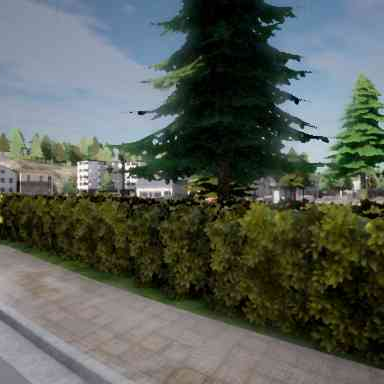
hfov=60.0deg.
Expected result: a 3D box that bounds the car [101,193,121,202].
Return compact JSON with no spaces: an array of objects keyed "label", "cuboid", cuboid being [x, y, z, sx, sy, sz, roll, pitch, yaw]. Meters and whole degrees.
[{"label":"car","cuboid":[-17.552,1.077,72.095,3.866,1.878,1.905,0,0,-45]}]

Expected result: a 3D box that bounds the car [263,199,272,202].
[{"label":"car","cuboid":[9.908,1.478,44.336,5.008,1.535,1.882,0,0,-45]}]

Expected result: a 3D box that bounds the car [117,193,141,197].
[{"label":"car","cuboid":[-9.692,1.384,53.878,3.806,1.475,1.970,0,0,-45]}]

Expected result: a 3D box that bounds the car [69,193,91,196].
[{"label":"car","cuboid":[-26.512,1.153,81.228,5.027,1.636,2.152,0,0,-45]}]

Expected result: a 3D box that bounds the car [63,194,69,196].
[{"label":"car","cuboid":[-31.237,1.232,85.583,3.806,1.475,1.970,0,0,-45]}]

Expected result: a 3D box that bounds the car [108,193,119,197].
[{"label":"car","cuboid":[-15.223,1.097,70.309,4.605,1.855,1.932,0,0,-45]}]

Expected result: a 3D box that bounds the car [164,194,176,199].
[{"label":"car","cuboid":[-2.224,1.221,37.422,5.566,2.045,2.150,0,0,-45]}]

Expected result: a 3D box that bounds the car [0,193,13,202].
[{"label":"car","cuboid":[-41.120,1.097,71.295,4.605,1.855,1.932,0,0,-45]}]

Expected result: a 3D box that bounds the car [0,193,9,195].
[{"label":"car","cuboid":[-23.119,1.330,40.911,5.027,1.636,2.152,0,0,-45]}]
